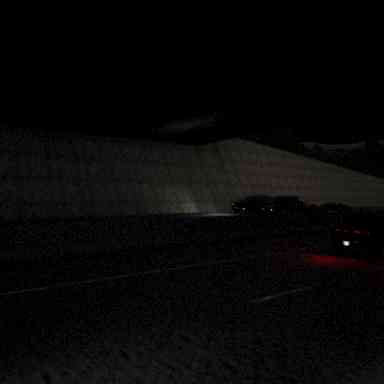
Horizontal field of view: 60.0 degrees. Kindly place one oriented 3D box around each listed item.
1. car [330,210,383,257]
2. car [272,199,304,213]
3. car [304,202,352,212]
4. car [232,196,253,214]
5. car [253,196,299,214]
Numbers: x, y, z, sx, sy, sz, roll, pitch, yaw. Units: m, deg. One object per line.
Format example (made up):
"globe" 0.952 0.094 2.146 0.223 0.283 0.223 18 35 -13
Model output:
"car" 7.551 1.611 13.426 4.892 1.490 1.837 1 0 -35
"car" 10.699 1.705 33.092 4.902 1.511 2.128 1 0 -35
"car" 12.666 1.718 30.198 4.892 1.490 1.837 1 0 -35
"car" 7.268 1.442 39.242 5.566 2.045 2.150 1 0 -35
"car" 9.765 1.446 36.722 5.566 2.045 2.150 1 0 -35
